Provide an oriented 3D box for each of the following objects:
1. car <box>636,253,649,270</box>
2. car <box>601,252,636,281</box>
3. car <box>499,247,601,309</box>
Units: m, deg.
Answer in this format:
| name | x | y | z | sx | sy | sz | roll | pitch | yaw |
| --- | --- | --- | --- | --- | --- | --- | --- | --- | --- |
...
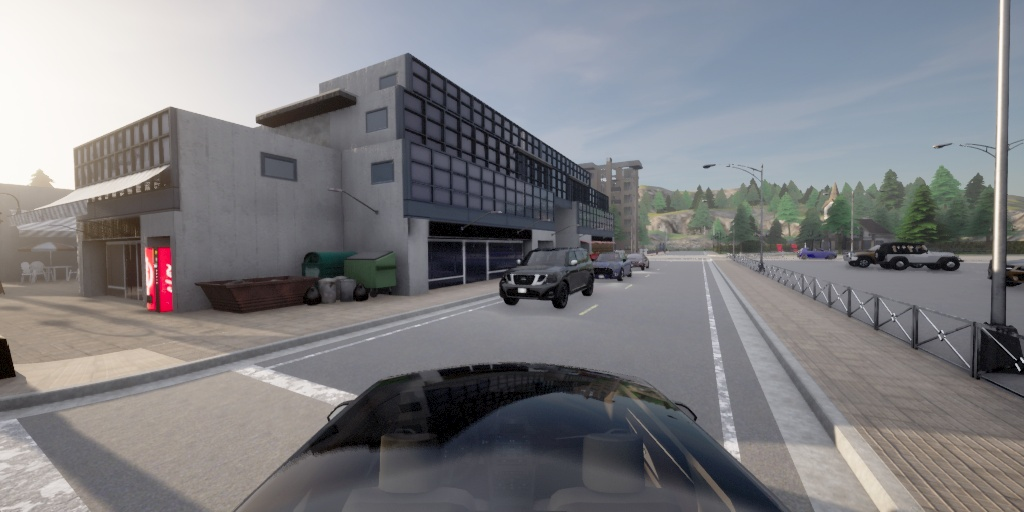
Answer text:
| name | x | y | z | sx | sy | sz | roll | pitch | yaw |
| --- | --- | --- | --- | --- | --- | --- | --- | --- | --- |
| car | 10.962 | 0.446 | 31.714 | 1.812 | 1.442 | 4.674 | 0 | 2 | 28 |
| car | 6.190 | 0.550 | 22.663 | 2.097 | 1.767 | 4.553 | 0 | 2 | 28 |
| car | 1.608 | 0.686 | 13.959 | 2.150 | 2.045 | 5.566 | 0 | 1 | 28 |
